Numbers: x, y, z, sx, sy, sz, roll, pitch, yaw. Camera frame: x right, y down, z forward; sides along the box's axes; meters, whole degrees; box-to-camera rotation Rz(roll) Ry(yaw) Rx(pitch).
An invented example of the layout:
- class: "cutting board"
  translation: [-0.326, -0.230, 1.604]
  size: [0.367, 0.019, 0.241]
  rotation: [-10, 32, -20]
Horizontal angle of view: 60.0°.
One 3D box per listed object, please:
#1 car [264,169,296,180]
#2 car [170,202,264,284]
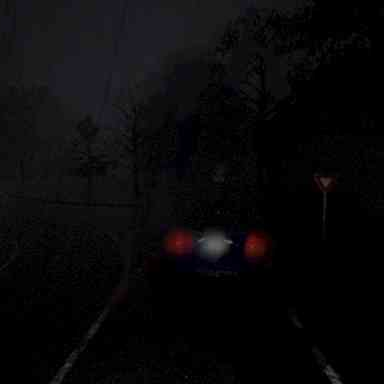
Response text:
- class: "car"
  translation: [13.403, -2.766, 50.991]
  size: [1.882, 1.535, 5.008]
  rotation: [-4, 7, -41]
- class: "car"
  translation: [0.878, 1.048, 9.169]
  size: [2.097, 1.767, 4.553]
  rotation: [1, 4, 10]
